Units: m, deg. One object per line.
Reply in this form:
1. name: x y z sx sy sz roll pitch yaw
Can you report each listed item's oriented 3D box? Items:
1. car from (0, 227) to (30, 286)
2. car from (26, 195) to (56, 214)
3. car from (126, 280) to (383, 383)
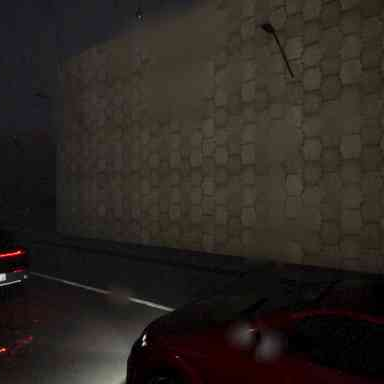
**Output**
1. car: -5.882 1.505 8.193 4.892 1.490 1.837 0 0 36
2. car: -12.942 1.061 31.062 2.128 1.511 4.902 0 5 35
3. car: 1.365 1.564 3.018 4.181 1.385 1.994 0 0 36
